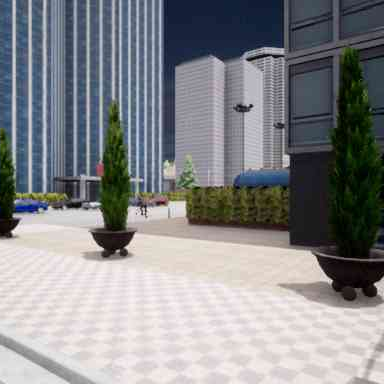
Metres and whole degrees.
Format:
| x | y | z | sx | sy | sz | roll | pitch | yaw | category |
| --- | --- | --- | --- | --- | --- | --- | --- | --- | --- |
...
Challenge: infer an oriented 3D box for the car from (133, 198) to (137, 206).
| x | y | z | sx | sy | sz | roll | pitch | yaw | category |
| --- | --- | --- | --- | --- | --- | --- | --- | --- | --- |
| -9.297 | 1.535 | 50.523 | 2.033 | 1.411 | 5.357 | 0 | 0 | 35 | car |

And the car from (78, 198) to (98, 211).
| x | y | z | sx | sy | sz | roll | pitch | yaw | category |
| --- | --- | --- | --- | --- | --- | --- | --- | --- | --- |
| -11.349 | 1.590 | 41.528 | 1.895 | 1.301 | 4.718 | 0 | 0 | 35 | car |

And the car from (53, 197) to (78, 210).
| x | y | z | sx | sy | sz | roll | pitch | yaw | category |
| --- | --- | --- | --- | --- | --- | --- | --- | --- | --- |
| -15.226 | 1.466 | 42.099 | 1.882 | 1.535 | 5.008 | 0 | 0 | 35 | car |

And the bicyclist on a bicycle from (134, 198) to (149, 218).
| x | y | z | sx | sy | sz | roll | pitch | yaw | category |
| --- | --- | --- | --- | --- | --- | --- | --- | --- | --- |
| -4.087 | 1.295 | 26.668 | 1.656 | 1.620 | 0.582 | 0 | 0 | 35 | bicyclist on a bicycle |

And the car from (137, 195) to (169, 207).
| x | y | z | sx | sy | sz | roll | pitch | yaw | category |
| --- | --- | --- | --- | --- | --- | --- | --- | --- | --- |
| -5.500 | 1.341 | 49.828 | 2.097 | 1.767 | 4.553 | 0 | 0 | 35 | car |

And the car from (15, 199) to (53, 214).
| x | y | z | sx | sy | sz | roll | pitch | yaw | category |
| --- | --- | --- | --- | --- | --- | --- | --- | --- | --- |
| -17.060 | 1.467 | 33.396 | 1.882 | 1.535 | 5.008 | 0 | 0 | 35 | car |
